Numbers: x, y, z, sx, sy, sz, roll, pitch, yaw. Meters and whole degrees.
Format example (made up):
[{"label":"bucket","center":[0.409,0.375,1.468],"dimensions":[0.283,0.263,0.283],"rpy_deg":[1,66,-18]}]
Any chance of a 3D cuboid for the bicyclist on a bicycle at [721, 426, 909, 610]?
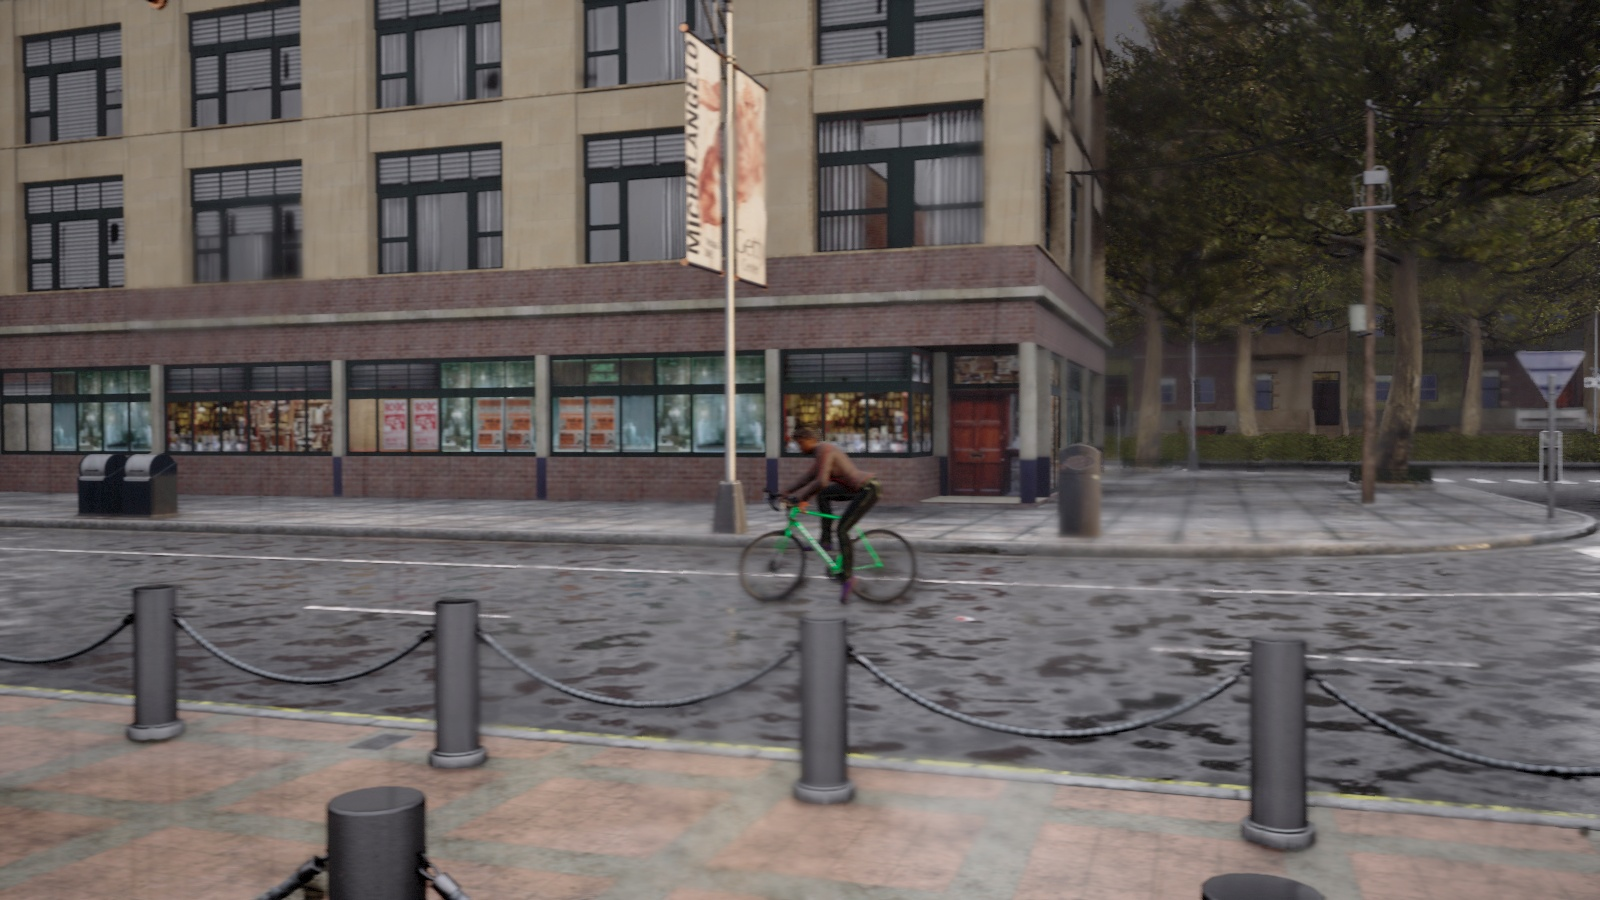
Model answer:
[{"label":"bicyclist on a bicycle","center":[0.147,0.598,11.400],"dimensions":[1.656,1.620,0.582],"rpy_deg":[0,1,4]}]
